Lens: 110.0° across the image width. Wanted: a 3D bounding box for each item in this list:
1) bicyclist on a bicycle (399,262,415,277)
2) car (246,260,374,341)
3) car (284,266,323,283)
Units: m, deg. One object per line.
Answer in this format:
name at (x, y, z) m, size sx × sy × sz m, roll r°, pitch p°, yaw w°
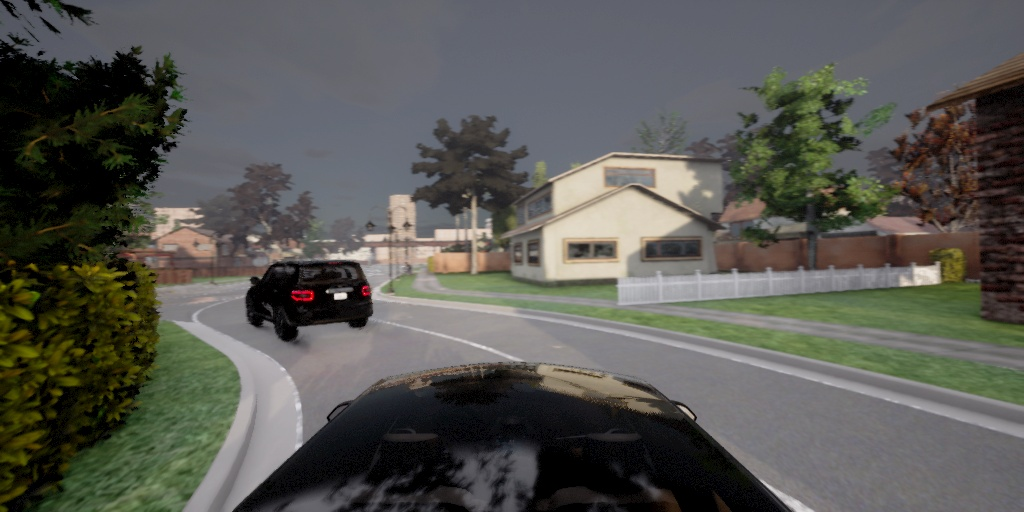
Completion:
bicyclist on a bicycle at (-11.310, 1.443, 38.685) m, size 1.656 × 1.620 × 0.582 m, roll -1°, pitch 0°, yaw -13°
car at (-6.287, 1.151, 10.898) m, size 5.566 × 2.045 × 2.150 m, roll -1°, pitch 0°, yaw 43°
car at (-21.878, 1.872, 37.859) m, size 2.128 × 1.511 × 4.902 m, roll -1°, pitch 0°, yaw -13°
